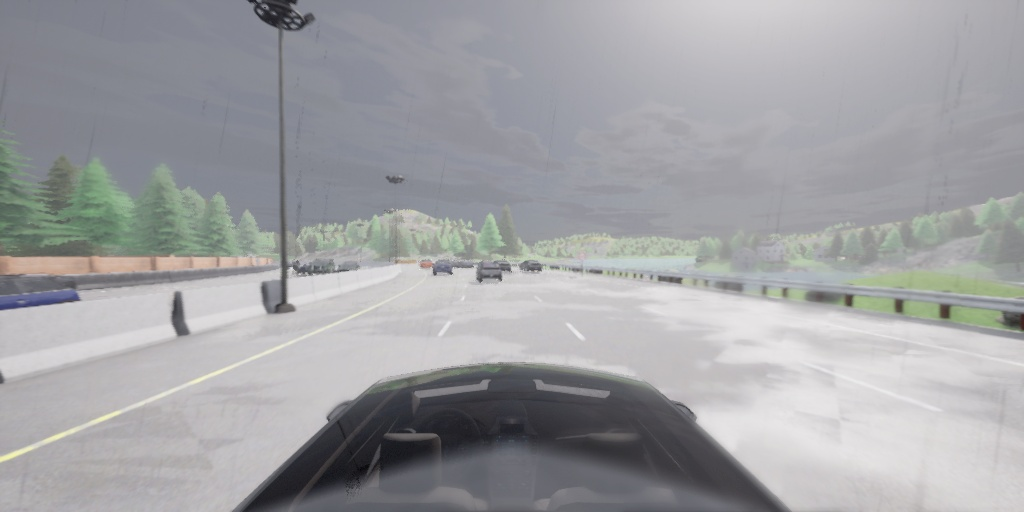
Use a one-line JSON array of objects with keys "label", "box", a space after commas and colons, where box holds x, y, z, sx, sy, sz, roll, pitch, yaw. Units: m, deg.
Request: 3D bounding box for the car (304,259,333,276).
[{"label": "car", "box": [-23.216, 1.339, 43.997, 2.150, 2.045, 5.566, -1, 0, -14]}]

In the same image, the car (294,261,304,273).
[{"label": "car", "box": [-29.398, 1.816, 51.780, 1.895, 1.301, 4.718, -1, 0, -18]}]

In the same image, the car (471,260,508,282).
[{"label": "car", "box": [-1.983, 1.286, 29.705, 2.128, 1.511, 4.902, -1, 0, -10]}]

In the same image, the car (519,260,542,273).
[{"label": "car", "box": [2.210, 1.245, 43.898, 1.837, 1.490, 4.892, 0, 0, -14]}]

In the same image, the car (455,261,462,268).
[{"label": "car", "box": [-10.950, 1.548, 64.350, 1.895, 1.301, 4.718, -1, 0, -23]}]

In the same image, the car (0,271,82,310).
[{"label": "car", "box": [-14.293, 1.319, 9.168, 2.097, 1.767, 4.553, -1, 0, -3]}]

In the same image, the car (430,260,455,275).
[{"label": "car", "box": [-8.359, 1.249, 42.733, 2.097, 1.767, 4.553, -1, 0, -14]}]

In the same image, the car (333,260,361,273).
[{"label": "car", "box": [-19.259, 1.411, 42.494, 2.097, 1.767, 4.553, -1, 0, -14]}]

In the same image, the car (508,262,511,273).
[{"label": "car", "box": [-1.390, 1.298, 43.865, 1.837, 1.490, 4.892, 0, 0, -14]}]

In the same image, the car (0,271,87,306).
[{"label": "car", "box": [-25.481, 1.629, 18.278, 2.128, 1.511, 4.902, -1, 0, -6]}]
